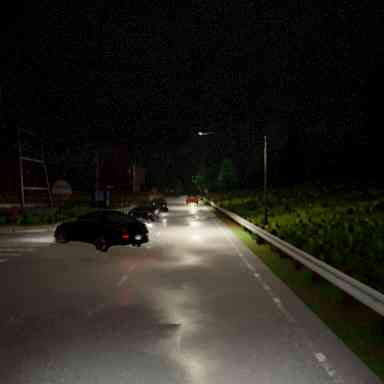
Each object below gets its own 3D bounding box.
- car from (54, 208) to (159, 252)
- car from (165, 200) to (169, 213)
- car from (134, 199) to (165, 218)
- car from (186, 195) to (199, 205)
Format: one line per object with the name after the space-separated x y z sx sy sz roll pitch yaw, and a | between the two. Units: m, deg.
-3.777 1.499 13.732 4.674 1.442 1.812 0 -1 39 | car
-3.576 1.456 36.496 1.812 1.442 4.674 0 0 0 | car
-3.633 1.497 26.379 2.033 1.411 5.357 0 0 1 | car
0.064 1.244 57.106 2.097 1.767 4.553 0 0 0 | car
